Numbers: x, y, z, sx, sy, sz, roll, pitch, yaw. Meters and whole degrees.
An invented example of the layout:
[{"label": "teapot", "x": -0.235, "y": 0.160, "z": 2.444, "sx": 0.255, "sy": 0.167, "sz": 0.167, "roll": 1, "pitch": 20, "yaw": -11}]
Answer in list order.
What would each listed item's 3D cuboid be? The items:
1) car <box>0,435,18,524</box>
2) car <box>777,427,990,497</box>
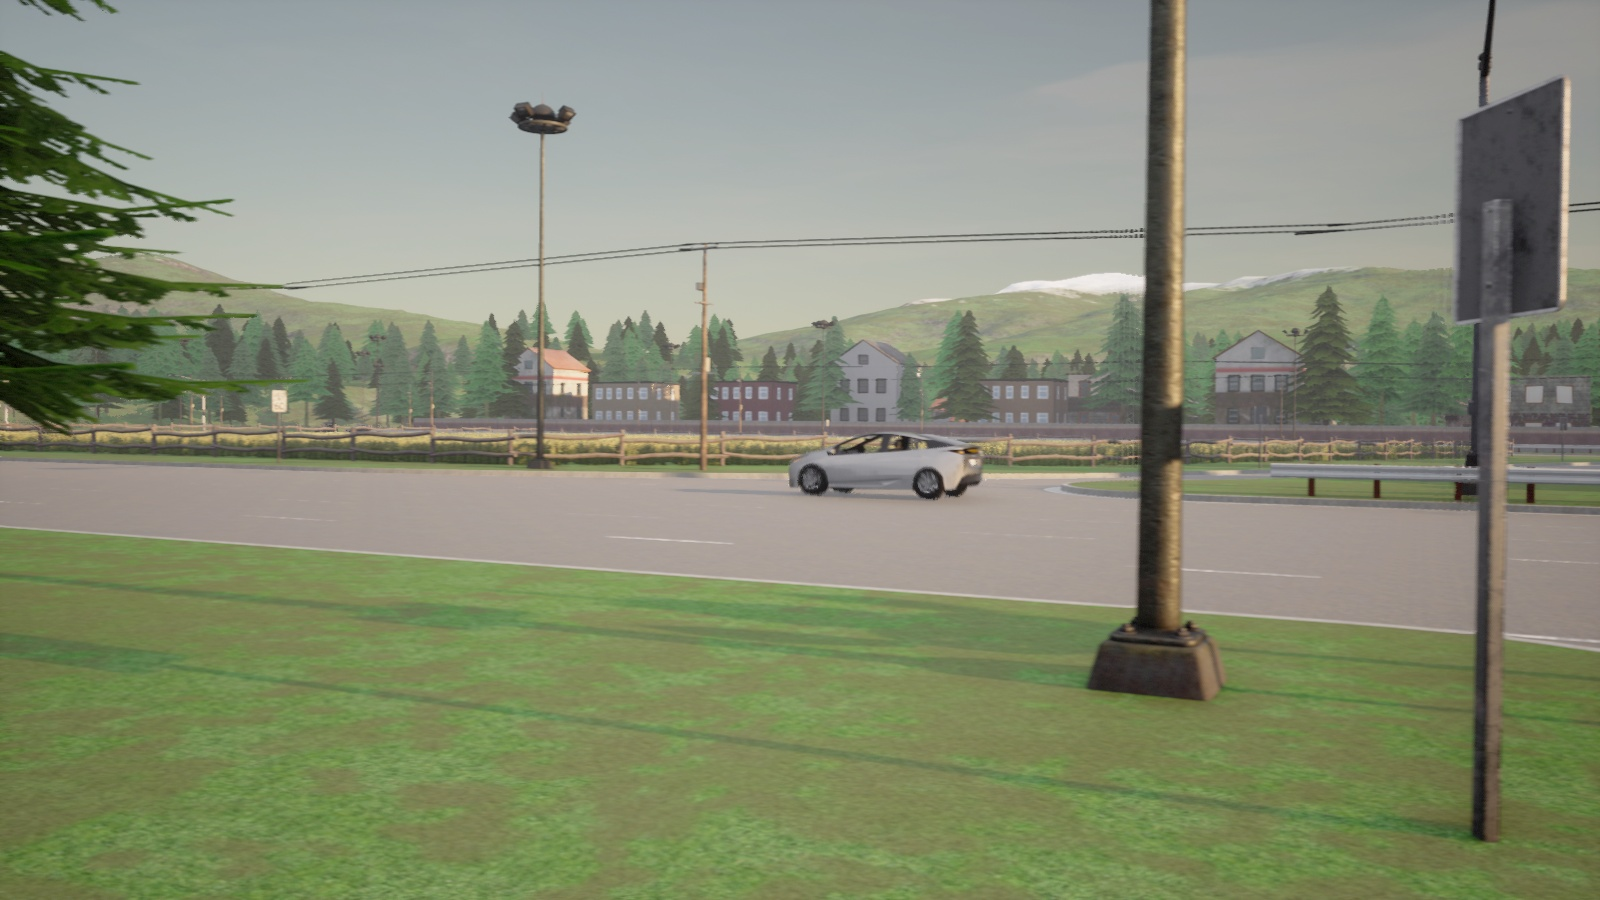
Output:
[{"label": "car", "x": -16.797, "y": 0.544, "z": 22.814, "sx": 5.366, "sy": 1.575, "sz": 1.801, "roll": 0, "pitch": 1, "yaw": 26}, {"label": "car", "x": 1.929, "y": 0.246, "z": 29.173, "sx": 4.514, "sy": 1.525, "sz": 2.007, "roll": 0, "pitch": 1, "yaw": 26}]
